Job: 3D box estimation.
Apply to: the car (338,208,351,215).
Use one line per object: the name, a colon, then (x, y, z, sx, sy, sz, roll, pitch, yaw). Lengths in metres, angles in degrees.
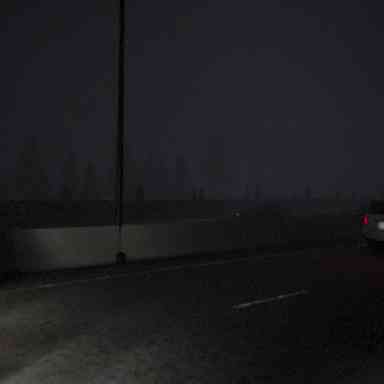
car: (13.672, 1.612, 26.176, 4.181, 1.385, 1.994, 0, 0, -20)

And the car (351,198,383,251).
car: (9.017, 1.237, 12.710, 5.566, 2.045, 2.150, 0, 0, -26)

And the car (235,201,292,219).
car: (5.758, 1.517, 26.746, 4.892, 1.490, 1.837, 0, 0, -24)
